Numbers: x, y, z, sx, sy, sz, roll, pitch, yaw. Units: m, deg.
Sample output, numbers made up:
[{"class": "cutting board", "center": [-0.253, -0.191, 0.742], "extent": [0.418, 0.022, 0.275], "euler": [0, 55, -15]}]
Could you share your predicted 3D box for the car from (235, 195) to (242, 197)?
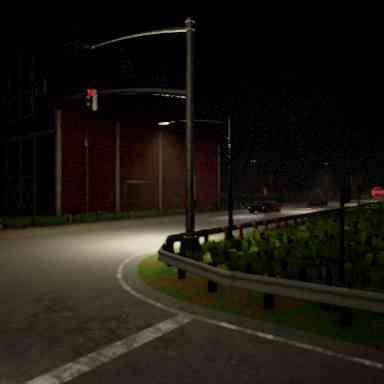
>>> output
[{"class": "car", "center": [12.607, 1.559, 89.325], "extent": [1.784, 1.438, 3.905], "euler": [0, 0, 36]}]

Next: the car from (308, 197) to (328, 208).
[{"class": "car", "center": [18.617, 1.553, 49.125], "extent": [1.882, 1.535, 5.008], "euler": [0, 0, 37]}]

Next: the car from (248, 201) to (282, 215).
[{"class": "car", "center": [7.620, 1.631, 34.485], "extent": [1.895, 1.301, 4.718], "euler": [0, 0, 37]}]

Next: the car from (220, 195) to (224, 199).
[{"class": "car", "center": [6.024, 1.544, 78.207], "extent": [1.816, 1.474, 4.193], "euler": [0, 0, 36]}]
